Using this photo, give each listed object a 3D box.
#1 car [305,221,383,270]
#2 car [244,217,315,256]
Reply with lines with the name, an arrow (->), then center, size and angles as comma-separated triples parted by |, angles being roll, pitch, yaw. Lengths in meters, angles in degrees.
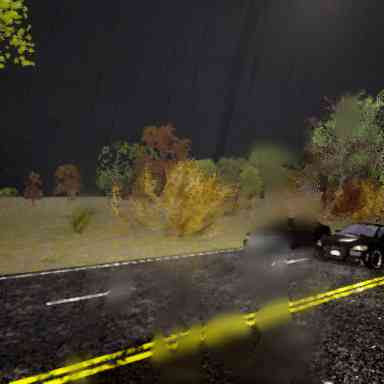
car -> 6.392, 1.857, 12.214 | 4.181, 1.385, 1.994 | 1, -1, -35
car -> 4.394, 1.868, 14.798 | 4.674, 1.442, 1.812 | 1, -1, -35
